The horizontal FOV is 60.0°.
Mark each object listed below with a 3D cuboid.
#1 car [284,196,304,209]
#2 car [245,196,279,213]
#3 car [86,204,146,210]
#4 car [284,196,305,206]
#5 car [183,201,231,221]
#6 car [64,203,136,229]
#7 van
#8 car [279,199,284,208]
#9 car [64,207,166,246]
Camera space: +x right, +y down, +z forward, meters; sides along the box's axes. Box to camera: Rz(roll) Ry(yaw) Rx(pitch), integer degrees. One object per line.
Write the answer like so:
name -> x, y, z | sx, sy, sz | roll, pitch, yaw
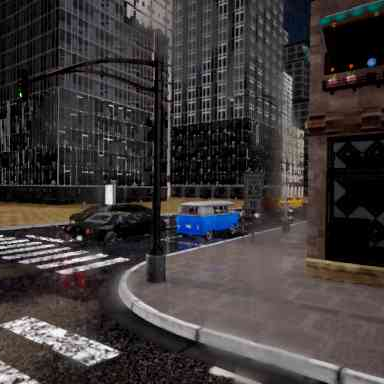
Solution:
car -> 12.993, 1.369, 43.784 | 1.882, 1.535, 5.008 | 1, 1, 36
car -> 7.131, 1.258, 35.637 | 2.097, 1.767, 4.553 | 1, 1, 36
car -> -3.971, 1.466, 20.102 | 1.812, 1.442, 4.674 | 1, 1, 37
car -> 16.495, 1.363, 53.232 | 1.752, 1.417, 4.829 | 1, 1, 36
car -> 1.301, 1.487, 27.502 | 1.994, 1.385, 4.181 | 1, 1, 35
car -> -5.909, 1.467, 21.851 | 1.947, 1.339, 4.313 | 1, 1, 36
van -> 0.915, 1.368, 16.979 | 1.690, 1.788, 3.998 | 1, 1, 36
car -> 10.165, 1.293, 44.363 | 1.967, 1.590, 4.097 | 1, 1, 36
car -> -3.340, 1.596, 15.486 | 1.895, 1.301, 4.718 | 1, 1, 36
